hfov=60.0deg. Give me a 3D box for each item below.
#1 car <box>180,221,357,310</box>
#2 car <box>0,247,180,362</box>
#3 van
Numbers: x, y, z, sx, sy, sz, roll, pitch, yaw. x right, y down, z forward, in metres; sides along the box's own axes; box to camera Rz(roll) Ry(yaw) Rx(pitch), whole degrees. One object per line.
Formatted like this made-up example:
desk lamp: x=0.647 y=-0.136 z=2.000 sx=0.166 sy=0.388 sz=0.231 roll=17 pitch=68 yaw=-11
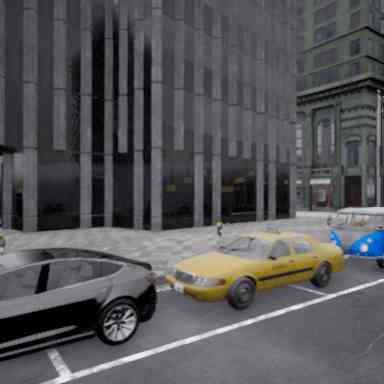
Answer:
car: x=1.713 y=1.556 z=7.872 sx=4.829 sy=1.417 sz=1.752 roll=0 pitch=0 yaw=-35
car: x=-2.556 y=1.569 z=4.828 sx=4.313 sy=1.339 sz=1.947 roll=0 pitch=0 yaw=-35
van: x=6.259 y=1.401 z=11.115 sx=3.998 sy=1.788 sz=1.690 roll=0 pitch=0 yaw=-35
